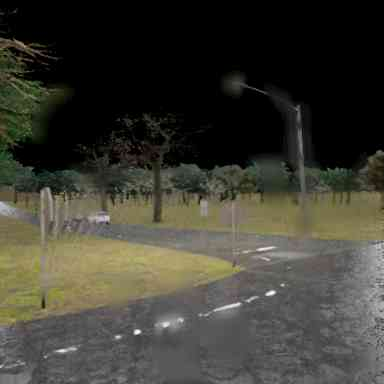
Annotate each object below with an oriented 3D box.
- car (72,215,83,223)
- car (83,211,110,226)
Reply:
[{"bbox_3d":[-19.751,4.724,58.811,1.812,1.442,4.674,-1,-2,-34],"label":"car"},{"bbox_3d":[-14.394,4.022,51.018,2.150,2.045,5.566,-1,-2,-34],"label":"car"}]
